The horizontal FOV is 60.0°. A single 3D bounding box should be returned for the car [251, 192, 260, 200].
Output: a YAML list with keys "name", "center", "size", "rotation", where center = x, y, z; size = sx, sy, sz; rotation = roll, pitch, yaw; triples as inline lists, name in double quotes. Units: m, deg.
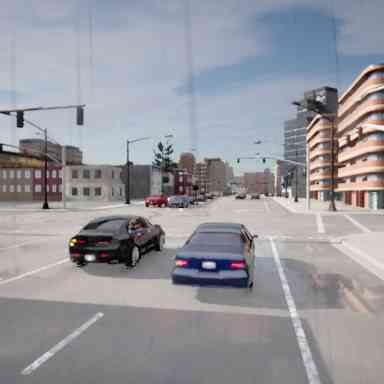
- name: "car"
  center: [14.333, 1.056, 75.237]
  size: [2.128, 1.511, 4.902]
  rotation: [0, 1, 11]

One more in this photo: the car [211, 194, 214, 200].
- name: "car"
  center: [3.799, 1.040, 76.083]
  size: [1.882, 1.535, 5.008]
  rotation: [0, 1, 11]

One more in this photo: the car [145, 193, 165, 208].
- name: "car"
  center: [-5.161, 1.195, 49.156]
  size: [2.150, 2.045, 5.566]
  rotation: [0, 1, 11]

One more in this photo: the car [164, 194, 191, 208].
- name: "car"
  center: [-1.953, 1.333, 47.280]
  size: [2.097, 1.767, 4.553]
  rotation: [0, 1, 11]

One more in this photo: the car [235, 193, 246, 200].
- name: "car"
  center: [11.000, 1.131, 76.423]
  size: [1.895, 1.301, 4.718]
  rotation: [0, 1, 11]

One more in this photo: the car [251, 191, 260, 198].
- name: "car"
  center: [16.335, 0.664, 85.442]
  size: [2.097, 1.767, 4.553]
  rotation: [0, 0, 11]

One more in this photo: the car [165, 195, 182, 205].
- name: "car"
  center: [-3.260, 1.375, 58.713]
  size: [1.812, 1.442, 4.674]
  rotation: [0, 1, 12]

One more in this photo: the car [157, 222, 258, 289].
- name: "car"
  center: [0.829, 1.570, 9.368]
  size: [2.033, 1.411, 5.357]
  rotation: [0, 0, 11]

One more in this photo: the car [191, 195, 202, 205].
- name: "car"
  center: [-0.194, 1.366, 56.191]
  size: [2.128, 1.511, 4.902]
  rotation: [0, 1, 11]

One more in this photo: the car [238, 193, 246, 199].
- name: "car"
  center: [12.931, 0.954, 86.273]
  size: [1.994, 1.385, 4.181]
  rotation: [0, 0, 11]

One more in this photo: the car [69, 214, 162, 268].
- name: "car"
  center: [-2.334, 1.533, 11.447]
  size: [1.837, 1.490, 4.892]
  rotation: [0, 0, 11]

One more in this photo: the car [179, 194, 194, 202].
- name: "car"
  center: [-1.140, 1.234, 69.088]
  size: [2.033, 1.411, 5.357]
  rotation: [0, 1, 11]

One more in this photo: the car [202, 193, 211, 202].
- name: "car"
  center: [1.758, 1.273, 65.841]
  size: [2.033, 1.411, 5.357]
  rotation: [0, 1, 12]
